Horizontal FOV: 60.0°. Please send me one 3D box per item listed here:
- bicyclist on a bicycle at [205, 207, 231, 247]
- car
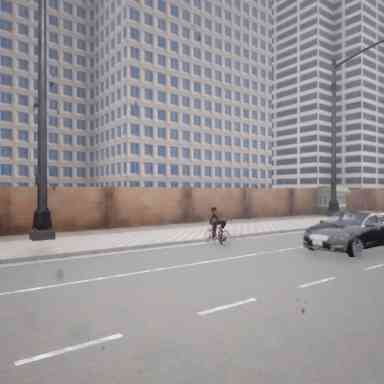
[{"bbox_3d":[1.042,1.455,13.832,0.582,1.620,1.656,0,-2,-36],"label":"bicyclist on a bicycle"},{"bbox_3d":[6.288,1.492,12.820,4.902,1.511,2.128,0,0,-36],"label":"car"}]
